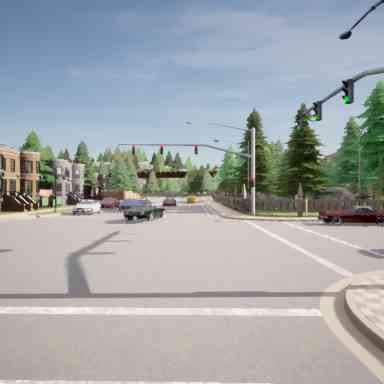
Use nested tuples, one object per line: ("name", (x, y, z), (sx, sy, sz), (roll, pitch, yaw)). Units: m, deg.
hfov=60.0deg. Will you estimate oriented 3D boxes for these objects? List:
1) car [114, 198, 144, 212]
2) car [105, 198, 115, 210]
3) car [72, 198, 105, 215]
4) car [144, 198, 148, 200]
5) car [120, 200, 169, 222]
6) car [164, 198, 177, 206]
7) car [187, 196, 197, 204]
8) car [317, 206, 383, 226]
("car", (-7.158, 1.477, 38.319), (1.882, 1.535, 5.008), (0, 0, 0))
("car", (-10.658, 1.477, 43.033), (1.882, 1.535, 5.008), (0, 0, 0))
("car", (-10.652, 1.526, 33.980), (1.812, 1.442, 4.674), (0, 0, 0))
("car", (-7.146, 1.564, 48.306), (1.994, 1.385, 4.181), (0, 0, 0))
("car", (-3.685, 1.601, 26.715), (1.895, 1.301, 4.718), (0, 0, 14))
("car", (-3.487, 1.564, 52.694), (1.994, 1.385, 4.181), (0, 0, 0))
("car", (-0.007, 1.477, 64.870), (1.882, 1.535, 5.008), (0, 0, 0))
("car", (11.151, 1.601, 22.850), (4.718, 1.301, 1.895), (0, 0, 2))
